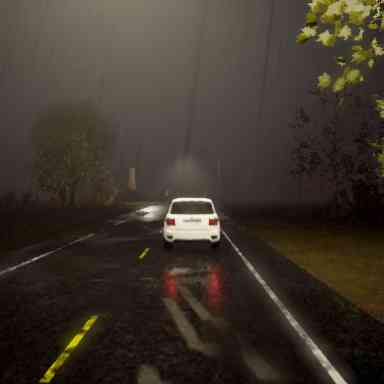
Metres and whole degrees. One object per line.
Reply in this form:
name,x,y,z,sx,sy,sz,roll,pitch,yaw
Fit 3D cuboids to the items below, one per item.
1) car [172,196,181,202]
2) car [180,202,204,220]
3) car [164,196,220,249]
car,-3.500,1.538,75.940,1.994,1.385,4.181,0,0,0
car,0.000,1.619,29.680,1.895,1.301,4.718,0,0,0
car,0.000,1.257,14.680,2.150,2.045,5.566,0,0,0
